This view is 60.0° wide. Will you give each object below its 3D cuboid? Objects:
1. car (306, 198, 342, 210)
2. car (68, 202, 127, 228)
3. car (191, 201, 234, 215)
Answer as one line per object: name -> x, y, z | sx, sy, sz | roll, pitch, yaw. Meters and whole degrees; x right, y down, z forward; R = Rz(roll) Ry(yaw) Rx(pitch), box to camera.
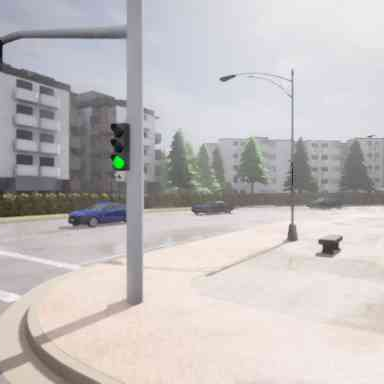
car -> 17.390, 1.474, 43.777 | 5.008, 1.535, 1.882 | 0, 0, -23
car -> -6.002, 1.472, 22.645 | 1.882, 1.535, 5.008 | 0, 0, 34
car -> 2.077, 1.596, 33.384 | 4.718, 1.301, 1.895 | 0, 0, -45
